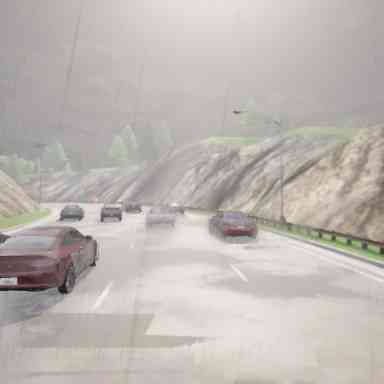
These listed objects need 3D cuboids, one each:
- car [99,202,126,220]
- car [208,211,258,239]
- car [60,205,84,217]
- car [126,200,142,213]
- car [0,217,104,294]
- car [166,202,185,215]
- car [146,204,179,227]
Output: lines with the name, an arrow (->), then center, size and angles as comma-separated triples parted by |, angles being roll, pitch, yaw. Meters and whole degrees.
car -> -7.686, 1.832, 31.437 | 2.128, 1.511, 4.902 | 0, -1, -15
car -> 2.164, 1.741, 18.533 | 1.994, 1.385, 4.181 | 0, -1, -8
car -> -11.541, 1.925, 32.110 | 1.994, 1.385, 4.181 | 0, -1, -16
car -> -8.292, 1.832, 45.346 | 2.097, 1.767, 4.553 | 0, -1, -20
car -> -3.793, 1.629, 8.883 | 1.812, 1.442, 4.674 | 0, -1, -4
car -> -2.397, 1.949, 39.479 | 2.033, 1.411, 5.357 | 0, -1, -19
car -> -2.473, 1.860, 25.188 | 1.895, 1.301, 4.718 | 0, -1, -12
